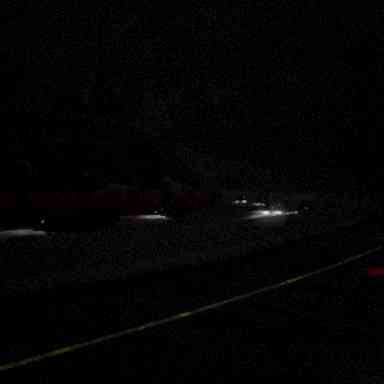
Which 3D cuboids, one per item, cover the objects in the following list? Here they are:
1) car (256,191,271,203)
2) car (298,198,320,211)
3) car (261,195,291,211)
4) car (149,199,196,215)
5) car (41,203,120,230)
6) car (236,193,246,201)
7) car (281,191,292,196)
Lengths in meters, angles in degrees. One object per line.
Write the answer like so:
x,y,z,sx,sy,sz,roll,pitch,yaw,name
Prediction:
12.339,0.854,57.495,2.150,2.045,5.566,0,0,9,car
12.667,1.322,35.881,1.895,1.301,4.718,0,0,26,car
9.534,1.347,37.428,1.895,1.301,4.718,0,0,26,car
-1.735,1.431,32.228,2.033,1.411,5.357,0,0,36,car
-7.006,1.489,21.223,4.892,1.490,1.837,-1,1,-43,car
10.408,1.082,70.994,1.837,1.490,4.892,-1,0,6,car
21.420,0.579,75.612,1.837,1.490,4.892,-1,0,6,car
